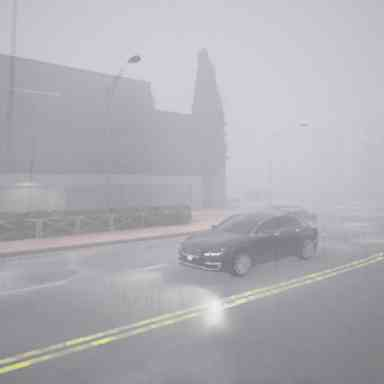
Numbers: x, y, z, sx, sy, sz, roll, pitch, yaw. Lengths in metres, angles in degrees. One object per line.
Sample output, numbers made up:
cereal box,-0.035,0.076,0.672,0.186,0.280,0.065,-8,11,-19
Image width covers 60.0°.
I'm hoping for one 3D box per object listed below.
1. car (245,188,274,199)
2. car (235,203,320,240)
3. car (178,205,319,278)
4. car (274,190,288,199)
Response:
car,12.067,0.287,61.688,2.150,2.045,5.566,-1,1,-27
car,4.347,1.333,16.413,1.895,1.301,4.718,0,1,45
car,1.845,1.357,9.862,4.892,1.490,1.837,-2,1,-38
car,15.867,0.487,62.892,1.837,1.490,4.892,-1,0,-30
